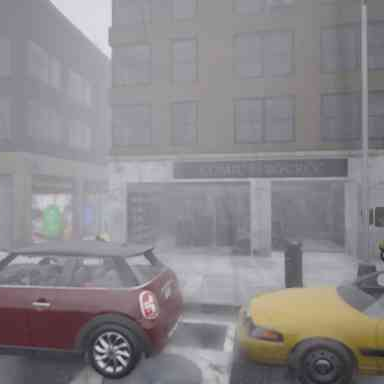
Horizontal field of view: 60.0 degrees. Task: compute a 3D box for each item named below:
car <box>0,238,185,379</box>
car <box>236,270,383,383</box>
[{"bbox_3d":[-2.265,1.502,5.191,4.097,1.590,1.967,0,-1,10],"label":"car"},{"bbox_3d":[3.007,1.562,4.257,4.829,1.417,1.752,0,-1,10],"label":"car"}]
